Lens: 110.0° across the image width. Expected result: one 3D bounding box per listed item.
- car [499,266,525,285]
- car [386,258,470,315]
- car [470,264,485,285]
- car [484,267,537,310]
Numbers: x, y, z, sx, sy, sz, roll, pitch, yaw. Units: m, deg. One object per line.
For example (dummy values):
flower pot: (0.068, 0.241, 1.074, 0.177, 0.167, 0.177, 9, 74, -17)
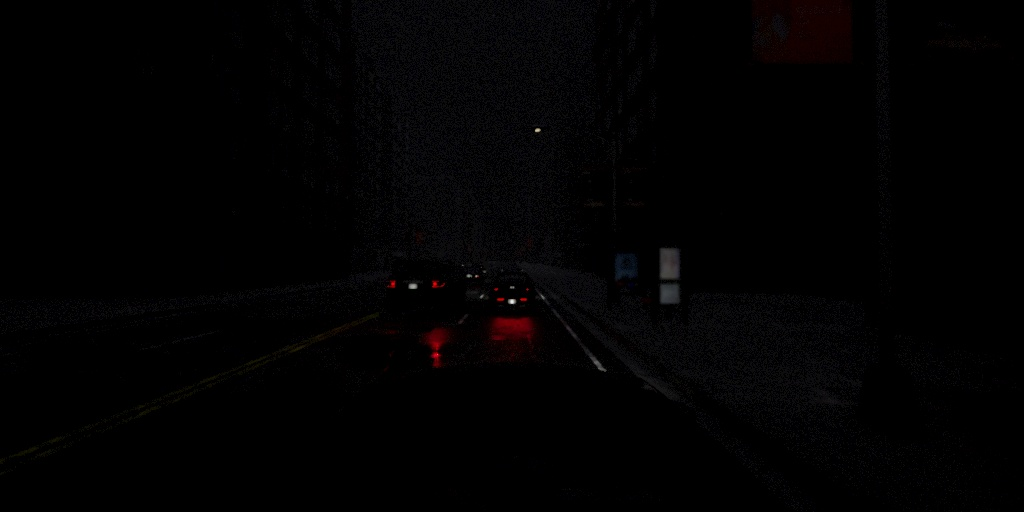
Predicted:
car: (0.026, 1.601, 30.299, 1.994, 1.385, 4.181, 0, -1, 0)
car: (-3.237, 1.102, 14.461, 2.150, 2.045, 5.566, 0, 0, 0)
car: (-3.238, 1.575, 29.384, 2.033, 1.411, 5.357, 0, -1, 0)
car: (0.023, 1.393, 15.358, 1.837, 1.490, 4.892, 0, 0, 0)
